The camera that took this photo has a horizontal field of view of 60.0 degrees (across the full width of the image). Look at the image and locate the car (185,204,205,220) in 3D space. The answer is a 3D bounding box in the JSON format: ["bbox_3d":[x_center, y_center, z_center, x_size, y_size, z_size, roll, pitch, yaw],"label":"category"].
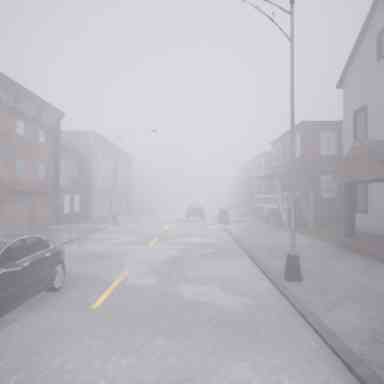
[{"bbox_3d":[0.348,1.952,33.805,2.128,1.511,4.902,0,-1,0],"label":"car"}]

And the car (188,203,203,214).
[{"bbox_3d":[0.427,2.204,44.365,1.895,1.301,4.718,0,-1,0],"label":"car"}]

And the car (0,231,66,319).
[{"bbox_3d":[-4.052,1.591,6.448,1.837,1.490,4.892,0,-1,1],"label":"car"}]
